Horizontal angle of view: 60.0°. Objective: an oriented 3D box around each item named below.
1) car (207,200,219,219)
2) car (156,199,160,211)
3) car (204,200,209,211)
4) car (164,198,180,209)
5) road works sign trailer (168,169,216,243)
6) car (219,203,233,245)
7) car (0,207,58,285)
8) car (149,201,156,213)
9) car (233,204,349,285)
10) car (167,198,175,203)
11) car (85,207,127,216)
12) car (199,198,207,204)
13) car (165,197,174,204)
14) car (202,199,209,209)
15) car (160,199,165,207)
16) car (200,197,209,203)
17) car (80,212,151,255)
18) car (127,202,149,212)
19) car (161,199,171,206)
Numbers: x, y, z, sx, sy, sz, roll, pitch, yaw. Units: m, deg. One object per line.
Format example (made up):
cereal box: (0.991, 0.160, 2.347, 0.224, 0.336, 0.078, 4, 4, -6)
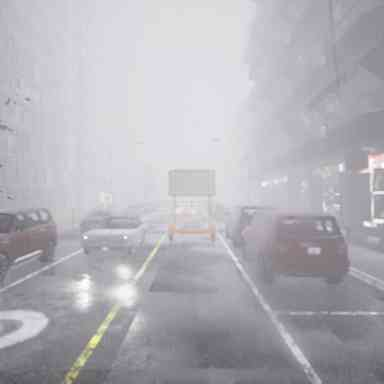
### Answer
car: (2.703, 1.814, 32.547, 1.752, 1.417, 4.829, 1, 0, 0)
car: (-5.677, 1.948, 43.724, 1.947, 1.339, 4.313, 1, 0, 0)
car: (2.703, 1.901, 38.032, 1.947, 1.339, 4.313, 1, 0, 0)
car: (-3.063, 1.997, 54.646, 1.812, 1.442, 4.674, 0, 0, 0)
road works sign trailer: (0.002, 0.618, 16.981, 2.380, 3.560, 2.880, 0, -1, 0)
car: (2.704, 1.455, 15.409, 2.192, 1.841, 5.009, 1, -1, 0)
car: (-5.677, 1.404, 9.786, 2.192, 1.841, 5.009, 1, -1, 0)
car: (-5.677, 1.880, 38.067, 1.887, 1.381, 4.507, 1, 0, 0)
car: (2.704, 1.404, 9.752, 2.192, 1.841, 5.009, 1, -1, 0)
car: (-5.673, 2.323, 88.976, 1.802, 1.307, 4.206, 1, 0, 0)
car: (-5.678, 1.735, 21.097, 1.887, 1.381, 4.507, 1, -1, 0)
car: (2.707, 2.280, 83.284, 1.802, 1.307, 4.206, 1, 0, 0)
car: (-5.671, 2.138, 83.322, 1.967, 1.590, 4.097, 1, 0, 0)
car: (2.704, 1.933, 43.689, 2.008, 1.369, 4.403, 1, 0, 0)
car: (-5.674, 1.960, 60.696, 1.967, 1.590, 4.097, 1, 0, 0)
car: (2.705, 2.040, 55.002, 1.947, 1.339, 4.313, 1, 0, 0)
car: (-3.101, 1.728, 14.080, 1.895, 1.301, 4.718, 0, -1, 0)
car: (-5.678, 1.870, 32.410, 1.802, 1.307, 4.206, 1, 0, 0)
car: (-5.674, 2.192, 72.008, 1.802, 1.307, 4.206, 1, 0, 0)
